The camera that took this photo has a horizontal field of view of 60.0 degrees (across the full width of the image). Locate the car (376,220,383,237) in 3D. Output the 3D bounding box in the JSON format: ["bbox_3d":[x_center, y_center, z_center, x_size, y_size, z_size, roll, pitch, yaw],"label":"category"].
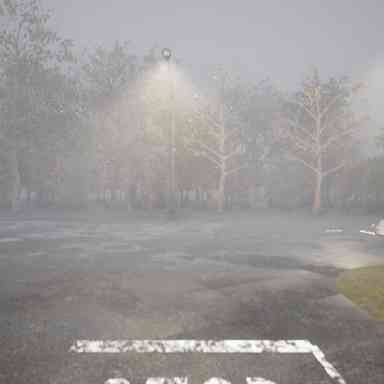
[{"bbox_3d":[10.569,1.585,14.491,4.674,1.442,1.812,0,0,0],"label":"car"}]
